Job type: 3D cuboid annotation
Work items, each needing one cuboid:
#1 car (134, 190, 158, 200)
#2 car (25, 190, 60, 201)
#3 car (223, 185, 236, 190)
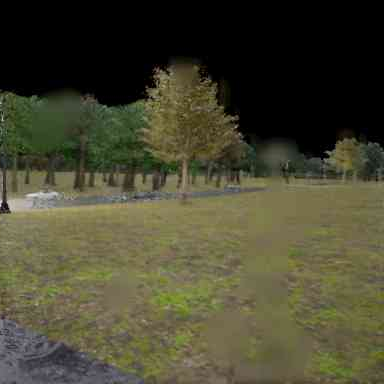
[{"bbox_3d":[-7.357,0.425,53.697,1.994,1.385,4.181,4,4,35],"label":"car"},{"bbox_3d":[-20.955,0.441,46.713,1.812,1.442,4.674,4,5,35],"label":"car"},{"bbox_3d":[10.290,-1.223,90.303,1.812,1.442,4.674,4,4,35],"label":"car"}]
